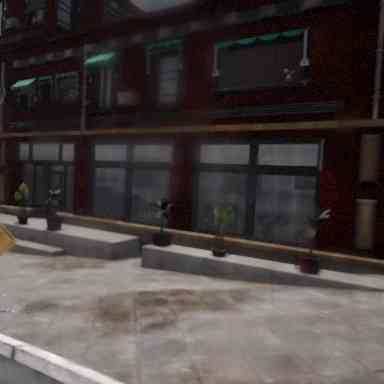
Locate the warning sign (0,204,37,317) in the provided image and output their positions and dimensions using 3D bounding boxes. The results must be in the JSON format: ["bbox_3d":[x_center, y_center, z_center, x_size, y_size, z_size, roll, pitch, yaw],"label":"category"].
[{"bbox_3d":[-3.724,1.159,5.791,1.060,1.860,1.300,4,-2,30],"label":"warning sign"}]
